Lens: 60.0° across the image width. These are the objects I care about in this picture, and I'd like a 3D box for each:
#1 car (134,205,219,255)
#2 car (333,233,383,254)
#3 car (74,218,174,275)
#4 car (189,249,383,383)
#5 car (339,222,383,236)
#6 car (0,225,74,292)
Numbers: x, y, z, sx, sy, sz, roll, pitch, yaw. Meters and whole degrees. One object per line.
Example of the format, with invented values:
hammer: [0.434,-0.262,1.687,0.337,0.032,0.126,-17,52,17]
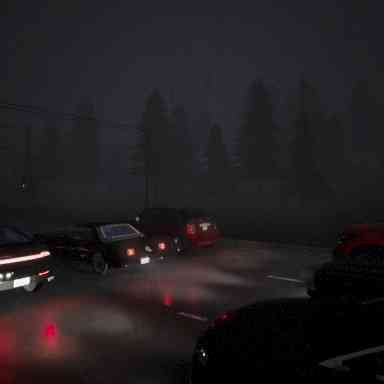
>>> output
car: [-1.246,1.352,13.474,4.553,1.767,2.097,0,0,36]
car: [4.362,1.601,5.184,4.718,1.301,1.895,0,0,35]
car: [-3.067,1.601,10.469,4.718,1.301,1.895,0,0,37]
car: [2.208,1.492,2.401,4.902,1.511,2.128,0,0,36]
car: [6.422,1.222,8.013,5.566,2.045,2.150,0,0,35]
car: [-5.196,1.491,7.692,4.902,1.511,2.128,0,0,35]
